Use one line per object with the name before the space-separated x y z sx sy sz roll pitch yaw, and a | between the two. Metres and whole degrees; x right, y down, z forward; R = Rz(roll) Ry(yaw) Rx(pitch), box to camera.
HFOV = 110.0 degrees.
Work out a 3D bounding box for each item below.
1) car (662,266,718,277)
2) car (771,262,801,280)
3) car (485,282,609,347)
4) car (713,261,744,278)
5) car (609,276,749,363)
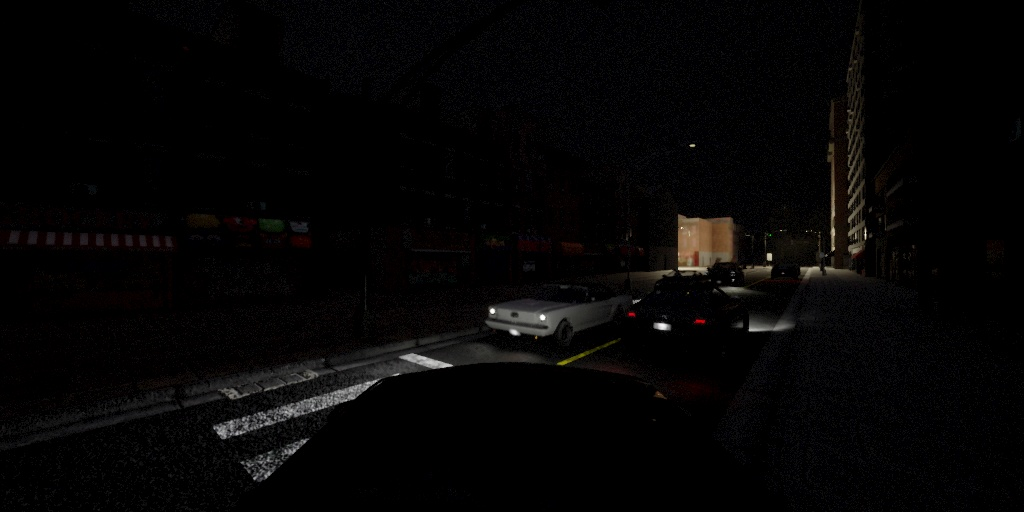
car | 8.730 1.402 18.228 1.994 1.385 4.181 0 -1 41
car | 25.896 1.408 34.038 1.882 1.535 5.008 0 -1 40
car | 1.470 1.391 9.647 1.895 1.301 4.718 0 0 40
car | 15.711 1.239 26.519 2.097 1.767 4.553 0 -1 39
car | 4.206 1.344 8.473 1.994 1.385 4.181 0 0 40
